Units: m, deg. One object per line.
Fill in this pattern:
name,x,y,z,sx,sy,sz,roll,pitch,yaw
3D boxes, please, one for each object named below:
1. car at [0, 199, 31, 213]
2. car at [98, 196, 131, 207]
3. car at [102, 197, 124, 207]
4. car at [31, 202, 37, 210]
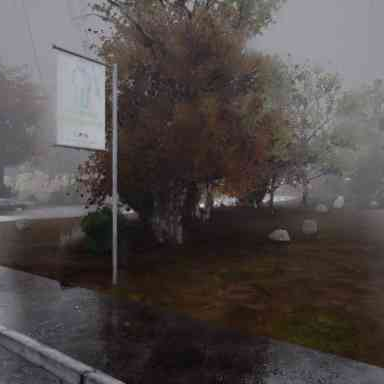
car,-20.063,1.503,34.880,1.837,1.490,4.892,0,0,39
car,-11.806,1.457,51.007,1.837,1.490,4.892,0,0,37
car,-10.449,1.525,47.034,1.994,1.385,4.181,0,0,38
car,-20.783,1.560,39.590,1.994,1.385,4.181,0,0,39
